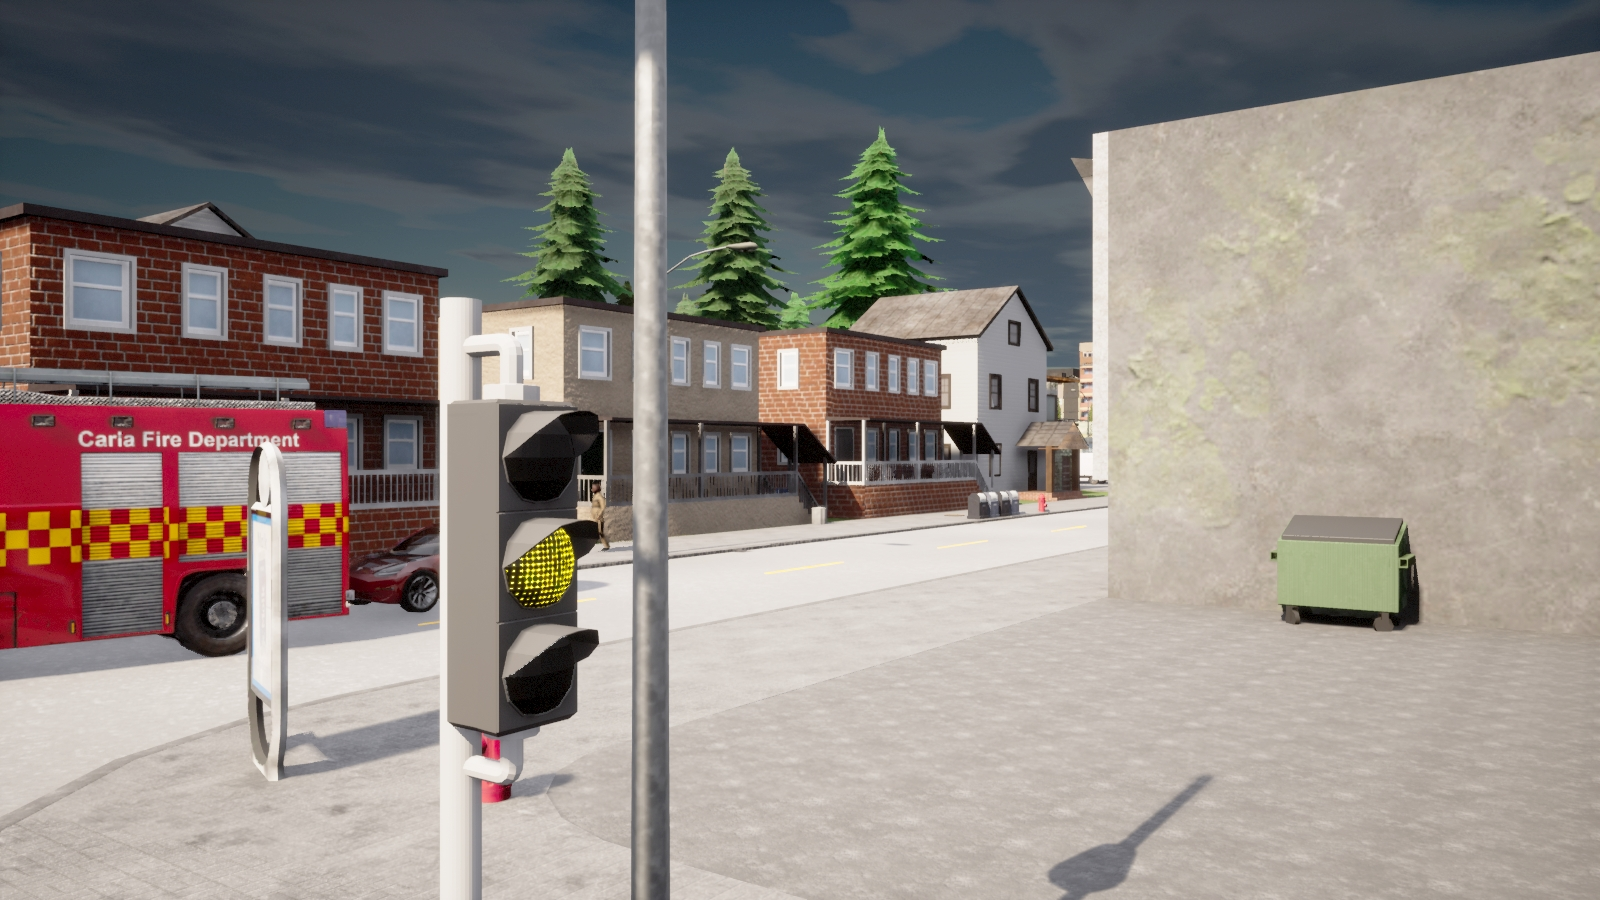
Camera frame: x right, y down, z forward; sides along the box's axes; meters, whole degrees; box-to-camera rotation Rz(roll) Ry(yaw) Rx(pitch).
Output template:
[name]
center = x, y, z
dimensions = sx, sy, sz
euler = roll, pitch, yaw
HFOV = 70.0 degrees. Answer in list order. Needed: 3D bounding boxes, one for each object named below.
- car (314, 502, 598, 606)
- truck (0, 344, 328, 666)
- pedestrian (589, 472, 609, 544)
[car]
center = -6.302, 1.835, 21.492
dimensions = 2.163, 1.488, 4.792
euler = 0, 0, 35
[truck]
center = -10.784, 0.661, 14.383
dimensions = 8.468, 3.827, 2.891
euler = 0, 0, -42
[pedestrian]
center = -5.267, 1.515, 29.878
dimensions = 0.375, 1.860, 0.375
euler = 0, 0, -43
